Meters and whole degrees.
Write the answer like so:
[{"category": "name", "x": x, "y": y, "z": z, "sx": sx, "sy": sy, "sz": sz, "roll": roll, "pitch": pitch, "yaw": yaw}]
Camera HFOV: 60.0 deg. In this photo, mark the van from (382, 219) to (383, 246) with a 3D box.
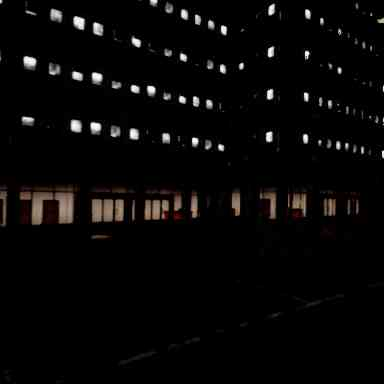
[{"category": "van", "x": 9.065, "y": 1.496, "z": 12.993, "sx": 3.998, "sy": 1.788, "sz": 1.690, "roll": 1, "pitch": 1, "yaw": -35}]
